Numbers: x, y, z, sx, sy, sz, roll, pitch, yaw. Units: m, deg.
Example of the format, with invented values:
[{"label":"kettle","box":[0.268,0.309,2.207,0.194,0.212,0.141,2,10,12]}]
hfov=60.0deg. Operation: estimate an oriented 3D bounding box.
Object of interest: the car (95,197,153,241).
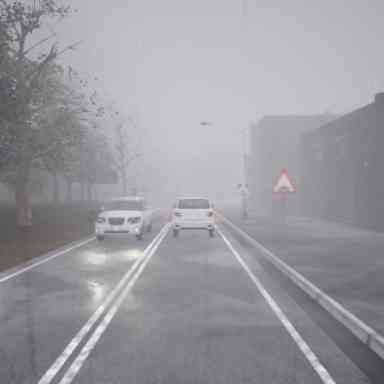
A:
[{"label":"car","box":[-3.364,1.273,17.448,2.150,2.045,5.566,0,0,0]}]

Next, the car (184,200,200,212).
[{"label":"car","box":[0.017,1.768,42.788,1.895,1.301,4.718,0,0,0]}]

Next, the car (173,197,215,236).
[{"label":"car","box":[0.083,1.283,18.981,2.150,2.045,5.566,0,0,0]}]
